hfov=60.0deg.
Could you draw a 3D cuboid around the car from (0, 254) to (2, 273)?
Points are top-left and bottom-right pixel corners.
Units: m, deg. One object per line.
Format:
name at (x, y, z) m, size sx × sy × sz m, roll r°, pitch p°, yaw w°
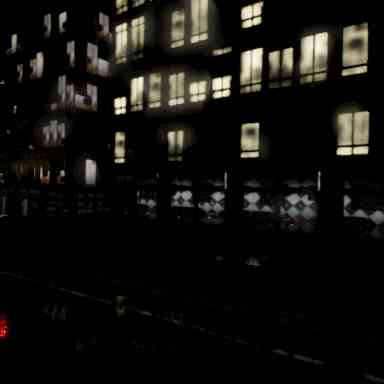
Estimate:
car at (-6.531, 1.515, 8.311) m, size 4.674 × 1.442 × 1.812 m, roll 0°, pitch 0°, yaw 35°
